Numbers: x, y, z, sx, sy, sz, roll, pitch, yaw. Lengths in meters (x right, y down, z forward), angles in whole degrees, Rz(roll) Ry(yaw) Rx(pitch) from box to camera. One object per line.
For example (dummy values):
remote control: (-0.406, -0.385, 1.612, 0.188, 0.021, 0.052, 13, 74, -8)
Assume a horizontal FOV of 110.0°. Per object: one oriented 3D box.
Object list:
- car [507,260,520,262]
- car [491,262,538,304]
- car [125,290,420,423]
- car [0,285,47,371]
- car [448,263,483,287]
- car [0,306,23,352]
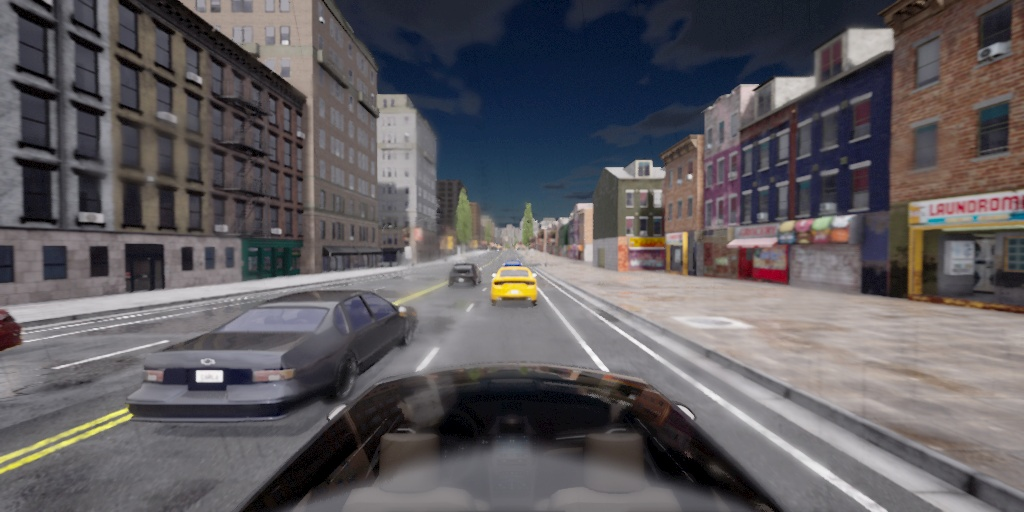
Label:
car: (0.112, 1.165, 37.637, 1.882, 1.535, 5.008, 0, 0, 0)
car: (0.104, 1.230, 16.281, 1.882, 1.535, 5.008, 0, 0, 0)
car: (-3.150, 1.300, 6.245, 2.033, 1.411, 5.357, 0, 0, 0)
car: (-9.847, 1.278, 4.562, 1.812, 1.442, 4.674, 0, 0, 0)
car: (-3.143, 1.242, 24.624, 1.837, 1.490, 4.892, 0, 0, 0)
car: (-6.598, 1.229, 1.659, 1.882, 1.535, 5.008, 0, 0, 0)
